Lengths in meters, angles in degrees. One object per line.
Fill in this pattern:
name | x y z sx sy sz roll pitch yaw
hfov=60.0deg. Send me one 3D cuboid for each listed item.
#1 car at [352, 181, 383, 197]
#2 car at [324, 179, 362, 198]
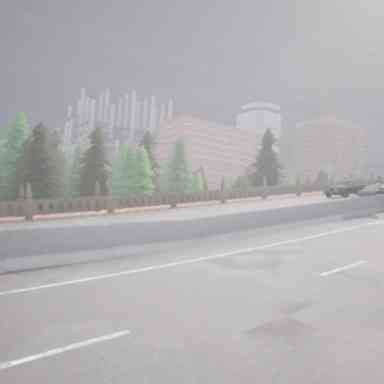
car | 19.250 -0.100 34.912 4.674 1.442 1.812 -4 2 -35
car | 17.482 -0.420 37.951 5.566 2.045 2.150 -3 2 -35
